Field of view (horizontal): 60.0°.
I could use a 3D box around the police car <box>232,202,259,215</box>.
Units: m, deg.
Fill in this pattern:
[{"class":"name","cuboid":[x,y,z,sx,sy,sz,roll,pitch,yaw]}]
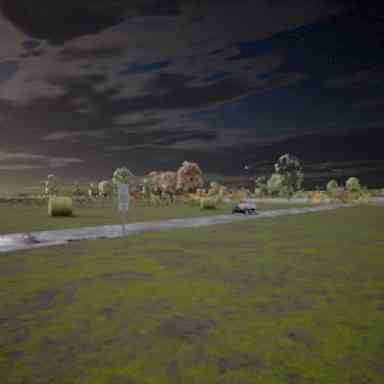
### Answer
[{"class":"police car","cuboid":[6.827,2.069,42.705,1.930,1.638,5.238,-1,-1,35]}]
